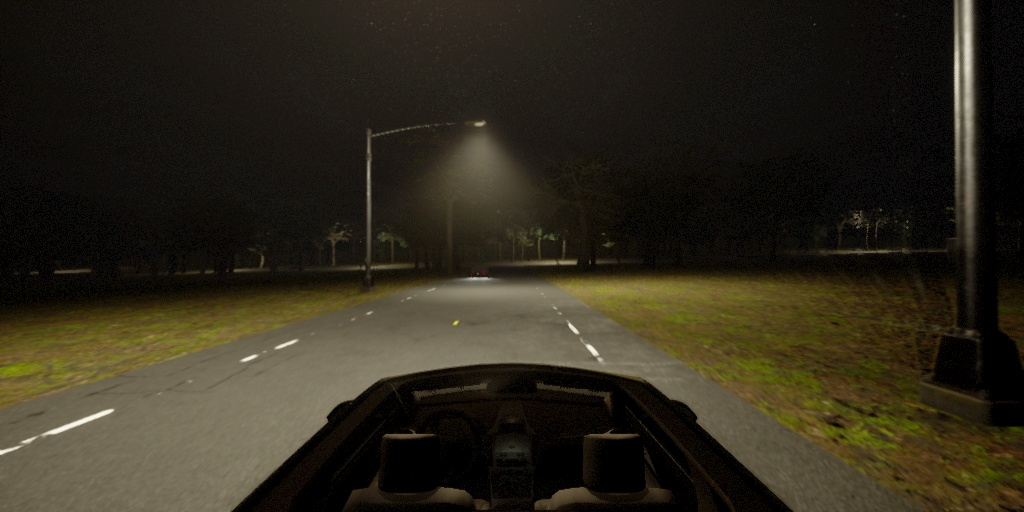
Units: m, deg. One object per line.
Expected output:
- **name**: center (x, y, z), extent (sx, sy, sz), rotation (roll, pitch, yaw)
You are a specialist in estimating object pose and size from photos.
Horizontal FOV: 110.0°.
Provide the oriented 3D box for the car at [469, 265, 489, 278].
- **car**: center (-3.581, 1.688, 39.768), extent (1.994, 1.385, 4.181), rotation (0, -1, 0)
